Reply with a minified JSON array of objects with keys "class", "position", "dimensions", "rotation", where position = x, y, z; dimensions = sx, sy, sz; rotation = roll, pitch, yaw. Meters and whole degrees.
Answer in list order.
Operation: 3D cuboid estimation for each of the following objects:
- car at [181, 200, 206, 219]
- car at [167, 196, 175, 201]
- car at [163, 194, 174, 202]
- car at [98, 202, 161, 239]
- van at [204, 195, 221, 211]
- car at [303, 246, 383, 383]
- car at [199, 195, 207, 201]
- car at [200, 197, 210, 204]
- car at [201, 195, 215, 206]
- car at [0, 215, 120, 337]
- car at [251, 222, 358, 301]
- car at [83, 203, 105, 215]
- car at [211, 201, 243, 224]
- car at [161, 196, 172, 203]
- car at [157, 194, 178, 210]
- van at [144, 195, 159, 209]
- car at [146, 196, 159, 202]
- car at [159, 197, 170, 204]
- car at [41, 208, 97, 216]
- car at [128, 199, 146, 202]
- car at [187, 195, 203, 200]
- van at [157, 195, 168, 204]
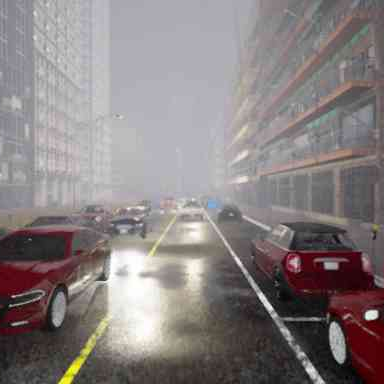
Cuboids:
[{"class":"car","position":[0.020,1.629,28.992],"dimensions":[1.895,1.301,4.718],"rotation":[0,0,0]},{"class":"car","position":[-5.670,1.682,91.270],"dimensions":[1.887,1.381,4.507],"rotation":[0,0,0]},{"class":"car","position":[-5.674,1.427,80.216],"dimensions":[2.192,1.841,5.009],"rotation":[0,0,0]},{"class":"car","position":[-3.082,1.505,17.508],"dimensions":[2.128,1.511,4.902],"rotation":[0,0,0]},{"class":"van","position":[2.696,1.385,41.519],"dimensions":[1.690,1.788,3.998],"rotation":[0,0,0]},{"class":"car","position":[2.686,1.547,2.825],"dimensions":[1.887,1.381,4.507],"rotation":[0,0,0]},{"class":"car","position":[2.708,1.565,85.740],"dimensions":[1.967,1.590,4.097],"rotation":[0,0,0]},{"class":"car","position":[2.705,1.656,69.157],"dimensions":[1.947,1.339,4.313],"rotation":[0,0,0]},{"class":"car","position":[2.699,1.385,58.103],"dimensions":[2.192,1.841,5.009],"rotation":[0,0,0]},{"class":"car","position":[-3.080,1.482,7.045],"dimensions":[1.882,1.535,5.008],"rotation":[0,0,0]},{"class":"car","position":[2.687,1.446,8.353],"dimensions":[1.967,1.590,4.097],"rotation":[0,0,0]},{"class":"car","position":[-5.691,1.456,19.412],"dimensions":[1.967,1.590,4.097],"rotation":[0,0,0]},{"class":"car","position":[2.692,1.588,24.936],"dimensions":[1.947,1.339,4.313],"rotation":[0,0,0]},{"class":"car","position":[-5.674,1.651,74.688],"dimensions":[2.008,1.369,4.403],"rotation":[0,0,0]},{"class":"car","position":[-2.988,1.398,44.057],"dimensions":[2.097,1.767,4.553],"rotation":[0,0,0]},{"class":"van","position":[-5.683,1.393,47.050],"dimensions":[1.690,1.788,3.998],"rotation":[0,0,0]},{"class":"car","position":[-5.683,1.589,41.522],"dimensions":[1.887,1.381,4.507],"rotation":[0,0,0]},{"class":"car","position":[-5.676,1.672,69.160],"dimensions":[1.802,1.307,4.206],"rotation":[0,0,0]},{"class":"car","position":[-5.691,1.576,13.884],"dimensions":[1.947,1.339,4.313],"rotation":[0,0,0]},{"class":"car","position":[-5.687,1.555,30.297],"dimensions":[1.752,1.417,4.829],"rotation":[0,0,0]},{"class":"car","position":[0.077,1.541,44.822],"dimensions":[2.128,1.511,4.902],"rotation":[0,0,0]},{"class":"van","position":[-5.679,1.420,63.633],"dimensions":[1.690,1.788,3.998],"rotation":[0,0,0]}]
